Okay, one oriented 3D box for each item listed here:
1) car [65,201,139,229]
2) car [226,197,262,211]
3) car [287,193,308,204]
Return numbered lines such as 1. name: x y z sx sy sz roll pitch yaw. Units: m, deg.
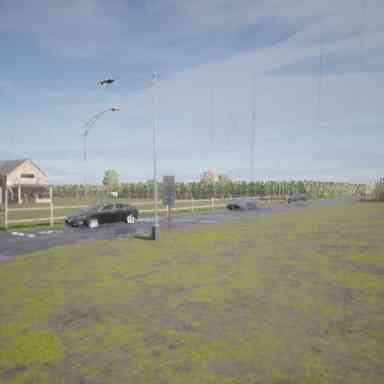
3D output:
1. car: -5.483 1.370 20.716 1.837 1.490 4.892 0 0 37
2. car: 5.727 1.244 35.804 2.033 1.411 5.357 0 0 37
3. car: 15.629 0.858 48.975 1.837 1.490 4.892 0 0 37
